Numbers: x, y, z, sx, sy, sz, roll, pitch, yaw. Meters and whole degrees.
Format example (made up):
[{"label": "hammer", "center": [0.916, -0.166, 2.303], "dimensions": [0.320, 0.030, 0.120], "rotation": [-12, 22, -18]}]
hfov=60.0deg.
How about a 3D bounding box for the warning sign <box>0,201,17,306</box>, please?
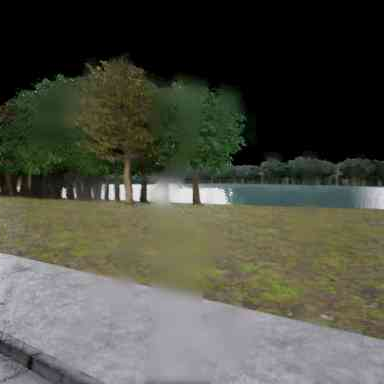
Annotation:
[{"label": "warning sign", "center": [-4.083, 1.107, 5.988], "dimensions": [1.060, 1.860, 1.300], "rotation": [1, 0, 35]}]
